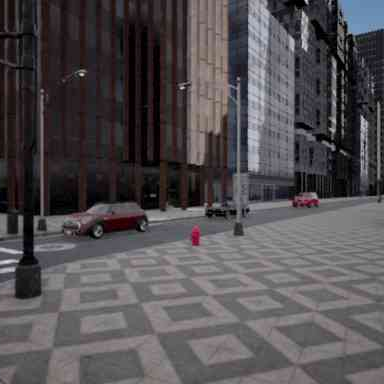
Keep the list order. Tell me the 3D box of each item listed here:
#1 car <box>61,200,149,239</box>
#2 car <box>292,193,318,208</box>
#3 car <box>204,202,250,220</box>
[{"bbox_3d":[-4.398,1.292,17.274,2.097,1.767,4.553,0,0,36],"label":"car"},{"bbox_3d":[15.266,1.086,44.595,2.150,2.045,5.566,0,0,36],"label":"car"},{"bbox_3d":[2.966,1.506,27.551,1.895,1.301,4.718,0,0,36],"label":"car"}]
